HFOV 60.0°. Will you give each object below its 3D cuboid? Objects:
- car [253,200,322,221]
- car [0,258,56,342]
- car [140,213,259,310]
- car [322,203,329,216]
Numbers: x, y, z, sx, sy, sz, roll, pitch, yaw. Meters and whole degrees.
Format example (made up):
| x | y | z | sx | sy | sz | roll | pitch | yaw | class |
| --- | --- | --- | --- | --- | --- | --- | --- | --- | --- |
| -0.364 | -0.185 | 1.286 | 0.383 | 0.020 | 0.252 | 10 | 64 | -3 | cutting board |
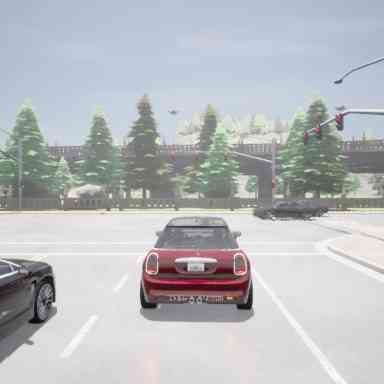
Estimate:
| x | y | z | sx | sy | sz | roll | pitch | yaw | class |
| --- | --- | --- | --- | --- | --- | --- | --- | --- | --- |
| 7.249 | 1.451 | 26.177 | 4.892 | 1.490 | 1.837 | 1 | 0 | -2 | car |
| -3.434 | 1.492 | 4.259 | 2.128 | 1.511 | 4.902 | 0 | 0 | 0 | car |
| 0.146 | 1.352 | 8.010 | 2.097 | 1.767 | 4.553 | 0 | 0 | 2 | car |
| 9.709 | 1.436 | 29.874 | 4.902 | 1.511 | 2.128 | 0 | 0 | 1 | car |
